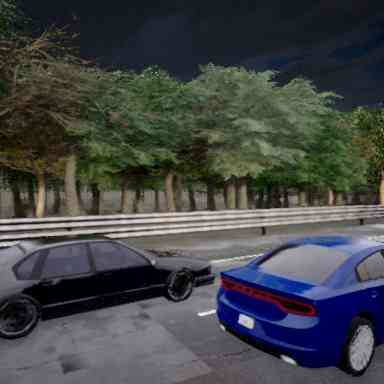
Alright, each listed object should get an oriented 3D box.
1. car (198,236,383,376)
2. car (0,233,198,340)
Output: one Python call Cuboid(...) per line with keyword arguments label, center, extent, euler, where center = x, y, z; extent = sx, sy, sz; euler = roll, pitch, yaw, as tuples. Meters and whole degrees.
Cuboid(label="car", center=(2.708, 1.500, 5.683), extent=(5.008, 1.535, 1.882), euler=(0, 0, -35))
Cuboid(label="car", center=(-2.097, 1.556, 6.552), extent=(5.357, 1.411, 2.033), euler=(0, 0, -36))
